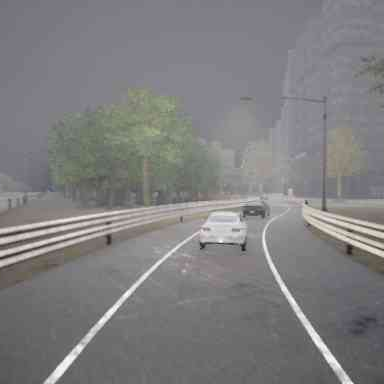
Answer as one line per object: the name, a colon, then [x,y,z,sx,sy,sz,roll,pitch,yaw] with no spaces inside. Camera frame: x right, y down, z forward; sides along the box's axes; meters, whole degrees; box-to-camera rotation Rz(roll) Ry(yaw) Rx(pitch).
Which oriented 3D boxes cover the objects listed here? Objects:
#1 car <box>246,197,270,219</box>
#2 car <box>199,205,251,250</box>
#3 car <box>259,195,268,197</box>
car: [5.877,1.513,30.046,1.882,1.535,5.008,0,0,20]
car: [1.469,1.532,14.392,1.812,1.442,4.674,0,0,11]
car: [18.601,1.494,86.772,2.128,1.511,4.902,0,0,1]
